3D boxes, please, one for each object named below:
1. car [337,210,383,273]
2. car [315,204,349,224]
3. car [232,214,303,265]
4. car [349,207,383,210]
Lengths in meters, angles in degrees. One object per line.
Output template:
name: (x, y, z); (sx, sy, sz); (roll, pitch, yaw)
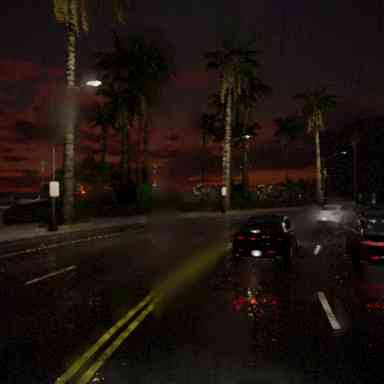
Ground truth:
car: (5.937, 1.548, 10.534); (2.128, 1.511, 4.902); (0, 0, 22)
car: (10.689, 1.656, 24.764); (1.812, 1.442, 4.674); (0, 0, 41)
car: (2.830, 1.568, 12.123); (1.837, 1.490, 4.892); (0, 0, 22)
car: (11.658, 1.659, 20.578); (2.033, 1.411, 5.357); (0, 0, 40)
